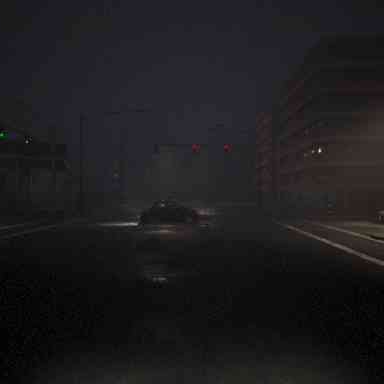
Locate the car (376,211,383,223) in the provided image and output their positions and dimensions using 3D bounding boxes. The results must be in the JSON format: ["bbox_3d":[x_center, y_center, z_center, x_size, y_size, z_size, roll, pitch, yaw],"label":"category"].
[{"bbox_3d":[15.493,1.525,23.292,4.674,1.442,1.812,0,0,1],"label":"car"}]

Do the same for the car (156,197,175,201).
[{"bbox_3d":[-3.153,1.547,34.731,2.033,1.411,5.357,0,0,-1],"label":"car"}]

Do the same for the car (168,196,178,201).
[{"bbox_3d":[-3.231,1.564,44.118,1.994,1.385,4.181,0,0,0],"label":"car"}]

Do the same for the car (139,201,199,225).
[{"bbox_3d":[-1.571,1.564,23.420,4.181,1.385,1.994,0,0,0],"label":"car"}]

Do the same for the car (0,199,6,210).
[{"bbox_3d":[-24.030,1.456,38.948,3.806,1.475,1.970,0,0,1],"label":"car"}]
